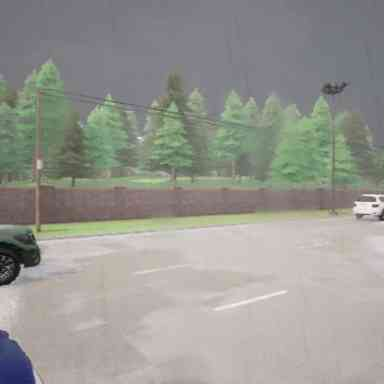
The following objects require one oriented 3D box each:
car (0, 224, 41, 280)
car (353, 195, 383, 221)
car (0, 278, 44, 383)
[{"bbox_3d":[-6.565,1.221,7.662,5.566,2.045,2.150,0,0,-35],"label":"car"},{"bbox_3d":[15.762,1.238,27.883,5.566,2.045,2.150,0,0,-35],"label":"car"},{"bbox_3d":[-3.167,1.600,1.488,4.718,1.301,1.895,0,0,-35],"label":"car"}]
